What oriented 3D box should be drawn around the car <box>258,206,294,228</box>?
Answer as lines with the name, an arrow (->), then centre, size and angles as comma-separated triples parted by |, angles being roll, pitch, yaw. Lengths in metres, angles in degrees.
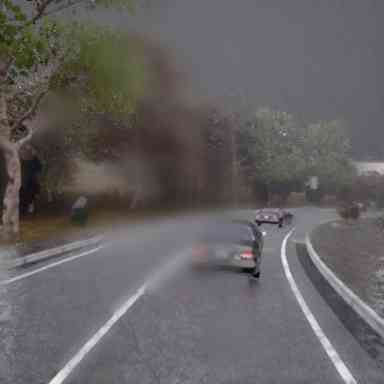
car -> 6.110, 1.766, 24.393 | 2.033, 1.411, 5.357 | 3, 0, 28

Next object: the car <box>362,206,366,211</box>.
car -> 25.789, 2.398, 52.414 | 4.674, 1.442, 1.812 | 2, 2, -40

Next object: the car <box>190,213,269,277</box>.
car -> 1.315, 1.616, 10.610 | 2.033, 1.411, 5.357 | 1, 0, 13
